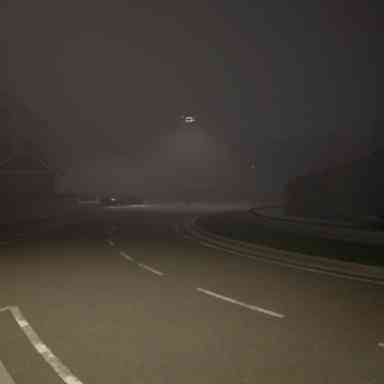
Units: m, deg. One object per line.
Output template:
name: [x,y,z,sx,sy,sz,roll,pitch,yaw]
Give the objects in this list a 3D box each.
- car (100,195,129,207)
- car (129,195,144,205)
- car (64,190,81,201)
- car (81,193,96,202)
car: [-10.594,1.136,43.870,2.033,1.411,5.357,0,1,-32]
car: [-8.368,1.124,46.698,1.994,1.385,4.181,0,1,-33]
car: [-21.871,0.680,57.996,2.150,2.045,5.566,0,1,-40]
car: [-19.099,0.941,60.151,1.837,1.490,4.892,0,1,-40]
